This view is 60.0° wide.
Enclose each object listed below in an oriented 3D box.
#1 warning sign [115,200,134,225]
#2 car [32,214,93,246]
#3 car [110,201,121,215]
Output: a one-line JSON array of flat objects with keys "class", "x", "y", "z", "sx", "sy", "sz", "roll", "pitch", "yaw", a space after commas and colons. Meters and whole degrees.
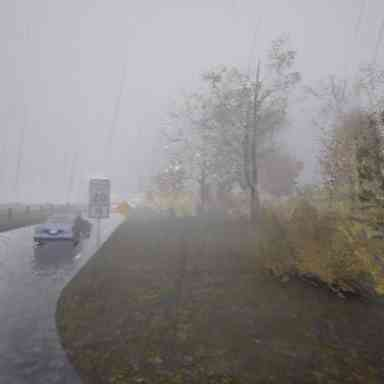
[{"class": "warning sign", "x": -5.115, "y": 1.547, "z": 25.309, "sx": 1.300, "sy": 1.860, "sz": 1.060, "roll": 1, "pitch": -1, "yaw": -8}, {"class": "car", "x": -6.260, "y": 1.782, "z": 16.637, "sx": 2.033, "sy": 1.411, "sz": 5.357, "roll": 1, "pitch": -1, "yaw": -8}, {"class": "car", "x": -10.379, "y": 2.054, "z": 44.429, "sx": 2.097, "sy": 1.767, "sz": 4.553, "roll": 1, "pitch": -1, "yaw": -8}]
